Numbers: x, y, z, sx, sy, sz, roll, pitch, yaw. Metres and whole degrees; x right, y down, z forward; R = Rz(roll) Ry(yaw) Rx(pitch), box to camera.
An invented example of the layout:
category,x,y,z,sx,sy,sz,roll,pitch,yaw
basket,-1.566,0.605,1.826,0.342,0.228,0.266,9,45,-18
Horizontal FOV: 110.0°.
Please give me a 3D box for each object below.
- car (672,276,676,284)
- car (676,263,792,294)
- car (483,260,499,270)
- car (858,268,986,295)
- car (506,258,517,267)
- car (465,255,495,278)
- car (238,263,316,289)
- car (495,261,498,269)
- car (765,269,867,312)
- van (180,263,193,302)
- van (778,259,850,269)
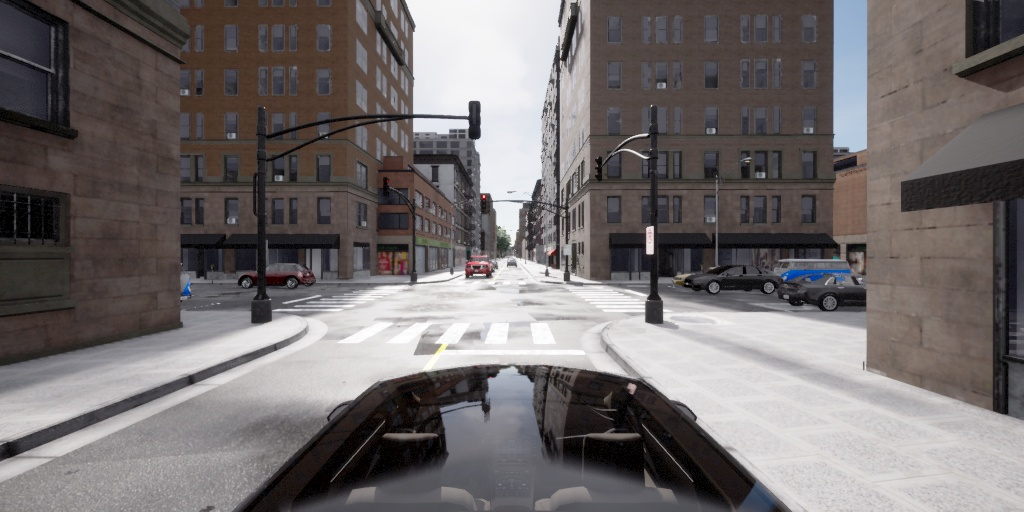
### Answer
category,x,y,z,sx,sy,sz,roll,pitch,yaw
car,12.413,1.264,22.017,4.829,1.417,1.751,0,0,1
car,11.921,1.248,19.465,4.892,1.490,1.837,0,0,-1
car,-3.106,1.288,54.056,1.994,1.385,4.181,0,0,1
car,21.955,1.346,19.352,4.718,1.301,1.895,0,0,1
car,-0.026,1.260,63.766,2.033,1.411,5.357,0,0,0
car,-3.111,0.962,34.225,2.150,2.045,5.566,0,0,0
car,-14.611,1.172,22.287,4.097,1.591,1.967,0,0,1
car,-3.117,1.259,44.062,1.812,1.442,4.674,0,0,0
car,12.516,1.305,13.490,4.403,1.370,2.007,0,0,1
van,-14.678,1.089,13.761,3.998,1.789,1.690,0,0,1
van,18.253,1.081,21.959,3.998,1.789,1.690,0,0,1
